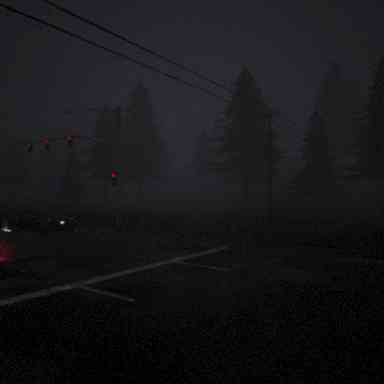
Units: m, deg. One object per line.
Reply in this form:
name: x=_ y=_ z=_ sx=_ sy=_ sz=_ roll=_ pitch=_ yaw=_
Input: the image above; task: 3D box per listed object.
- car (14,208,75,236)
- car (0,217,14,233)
car: x=-8.439 y=1.572 z=18.610 sx=4.181 sy=1.385 sz=1.994 roll=0 pitch=0 yaw=36
car: x=-11.116 y=1.500 z=16.223 sx=4.902 sy=1.511 sz=2.128 roll=0 pitch=0 yaw=35
